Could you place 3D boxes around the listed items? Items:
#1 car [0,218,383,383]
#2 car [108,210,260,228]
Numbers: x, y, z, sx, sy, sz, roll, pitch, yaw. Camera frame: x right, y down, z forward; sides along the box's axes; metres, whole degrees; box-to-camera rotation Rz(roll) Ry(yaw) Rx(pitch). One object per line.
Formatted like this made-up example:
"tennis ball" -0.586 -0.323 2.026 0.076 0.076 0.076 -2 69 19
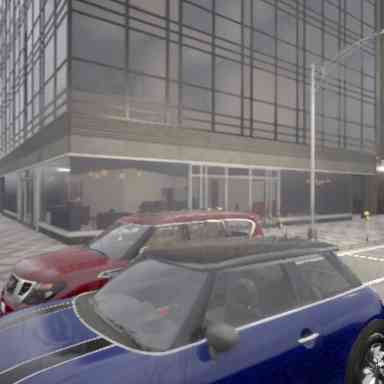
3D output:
"car" 0.030 1.355 3.465 4.553 1.767 2.097 0 0 -34
"car" -0.624 1.320 6.202 5.009 1.841 2.192 0 0 -35
